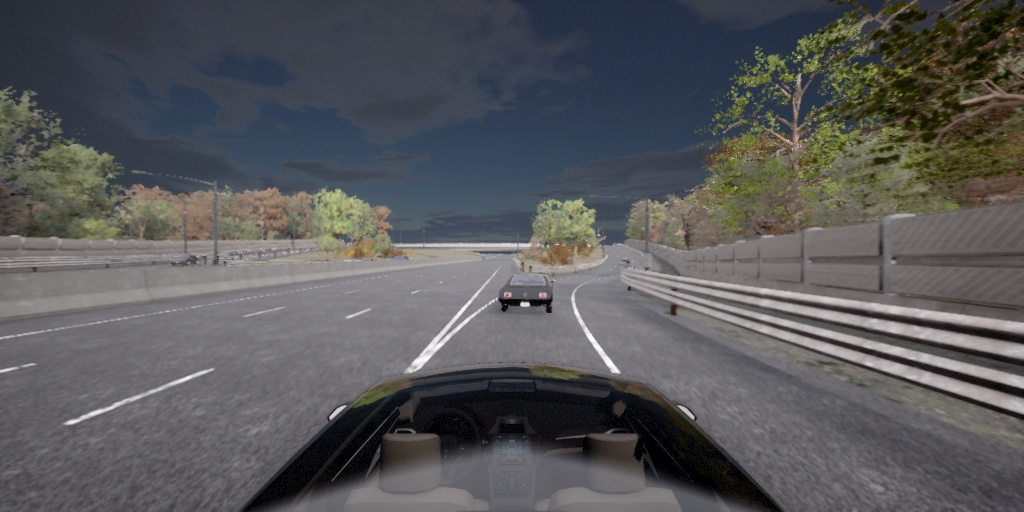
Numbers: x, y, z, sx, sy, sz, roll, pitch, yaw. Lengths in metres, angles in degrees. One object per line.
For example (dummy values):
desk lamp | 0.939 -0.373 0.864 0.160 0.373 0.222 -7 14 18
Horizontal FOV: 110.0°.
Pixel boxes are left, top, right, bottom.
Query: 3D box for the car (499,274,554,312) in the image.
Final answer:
car | 0.746 1.360 14.401 1.895 1.301 4.718 0 0 7

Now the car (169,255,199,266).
car | -43.493 0.567 47.709 1.837 1.490 4.892 0 1 -24
